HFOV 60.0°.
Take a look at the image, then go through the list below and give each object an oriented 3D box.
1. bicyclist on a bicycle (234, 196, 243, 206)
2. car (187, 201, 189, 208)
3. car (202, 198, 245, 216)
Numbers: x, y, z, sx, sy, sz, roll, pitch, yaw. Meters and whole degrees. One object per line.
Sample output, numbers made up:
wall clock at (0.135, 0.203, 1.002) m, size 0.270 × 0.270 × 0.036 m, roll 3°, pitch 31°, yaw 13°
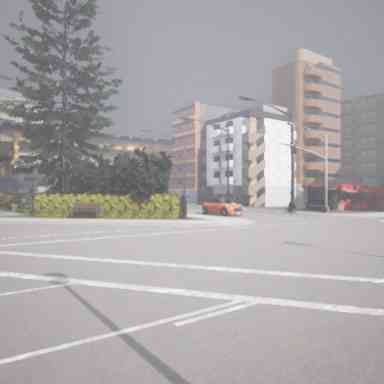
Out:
bicyclist on a bicycle at (5.729, 1.290, 41.450) m, size 1.656 × 1.620 × 0.582 m, roll 0°, pitch 0°, yaw -35°
car at (-2.625, 1.226, 40.351) m, size 2.150 × 2.045 × 5.566 m, roll 0°, pitch 0°, yaw -35°
car at (3.003, 1.356, 32.314) m, size 2.097 × 1.767 × 4.553 m, roll 0°, pitch 0°, yaw -35°
